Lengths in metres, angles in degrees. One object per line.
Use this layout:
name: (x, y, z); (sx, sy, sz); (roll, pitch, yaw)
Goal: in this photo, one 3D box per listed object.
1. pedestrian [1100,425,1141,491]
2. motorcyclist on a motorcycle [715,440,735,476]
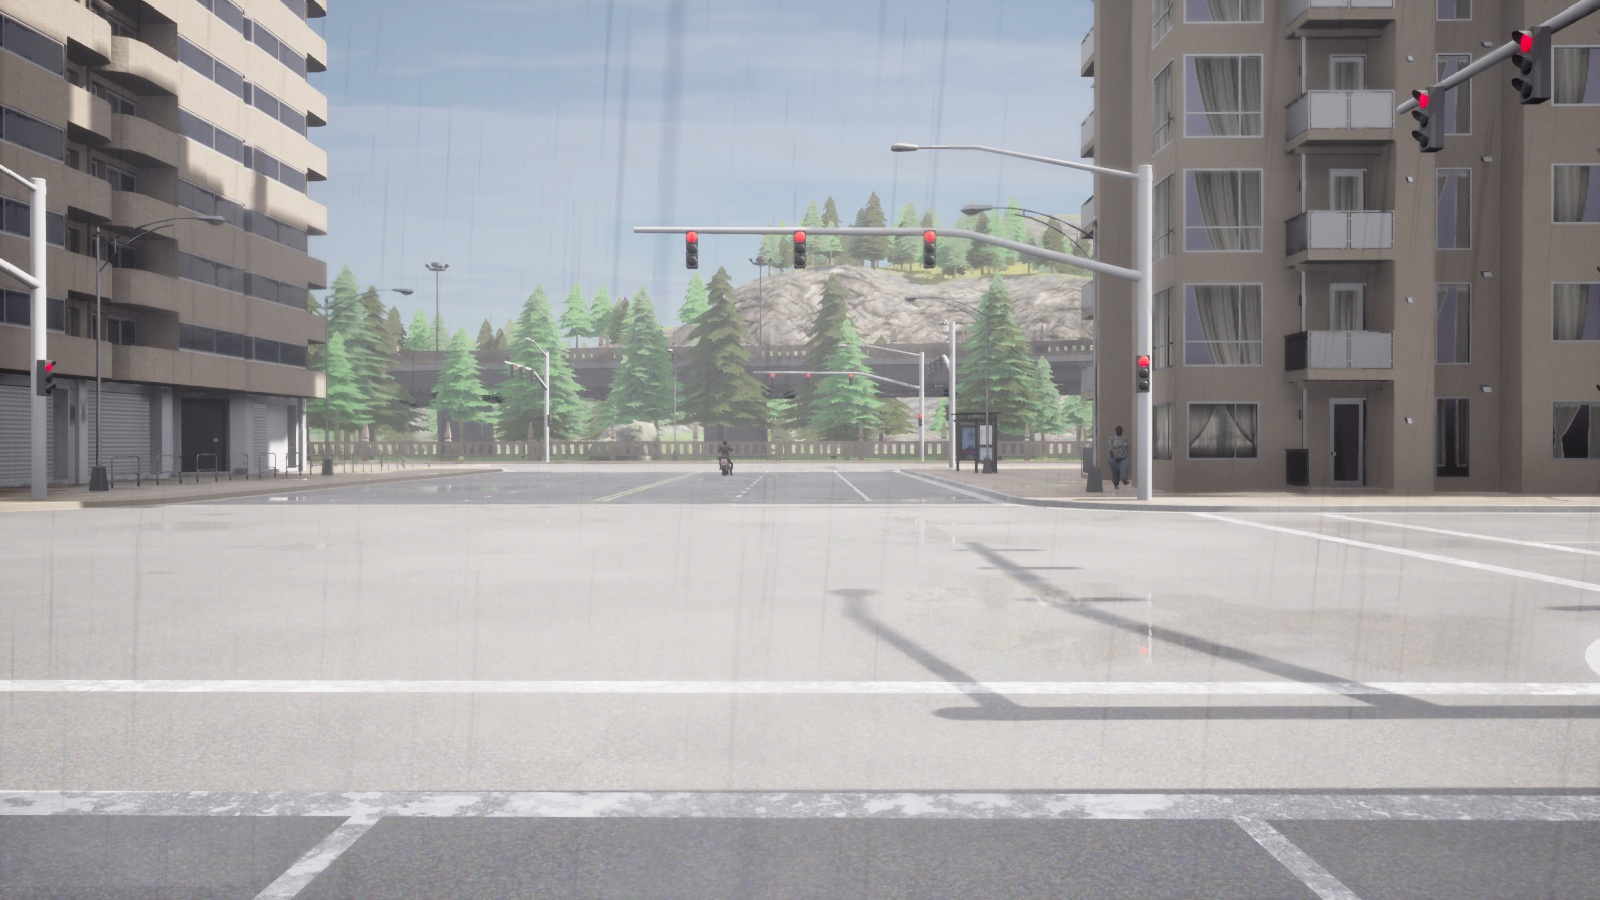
pedestrian: (9.087, 0.211, 35.653); (0.874, 1.855, 0.900); (0, 0, -4)
motorcyclist on a motorcycle: (-3.437, 0.367, 57.900); (0.766, 1.649, 2.350); (0, 0, 0)
